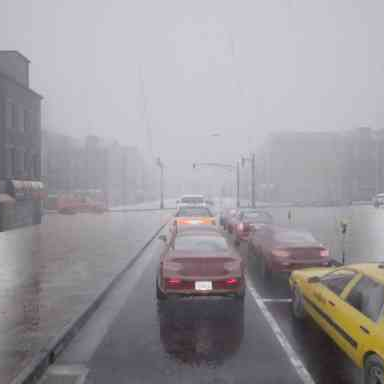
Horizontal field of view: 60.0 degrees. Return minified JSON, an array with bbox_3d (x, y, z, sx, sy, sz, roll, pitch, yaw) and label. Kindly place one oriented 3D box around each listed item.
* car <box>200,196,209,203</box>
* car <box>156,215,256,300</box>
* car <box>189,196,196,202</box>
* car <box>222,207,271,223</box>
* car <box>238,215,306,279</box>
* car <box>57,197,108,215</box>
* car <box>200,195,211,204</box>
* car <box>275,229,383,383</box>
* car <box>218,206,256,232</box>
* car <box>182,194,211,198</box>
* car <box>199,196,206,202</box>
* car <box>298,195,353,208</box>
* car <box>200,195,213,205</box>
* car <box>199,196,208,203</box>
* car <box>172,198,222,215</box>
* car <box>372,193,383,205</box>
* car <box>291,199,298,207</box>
[{"bbox_3d":[2.734,1.646,74.256,1.967,1.590,4.097,-1,0,0],"label":"car"},{"bbox_3d":[0.132,1.527,8.299,1.812,1.442,4.674,0,0,-2],"label":"car"},{"bbox_3d":[0.118,1.745,83.109,1.837,1.490,4.892,0,0,0],"label":"car"},{"bbox_3d":[2.654,1.446,15.240,1.967,1.590,4.097,0,0,0],"label":"car"},{"bbox_3d":[2.647,1.584,9.773,1.802,1.307,4.206,0,0,0],"label":"car"},{"bbox_3d":[-12.531,1.615,38.245,5.566,2.045,2.150,-2,0,1],"label":"car"},{"bbox_3d":[2.725,1.493,68.855,2.192,1.841,5.009,-1,0,0],"label":"car"},{"bbox_3d":[2.639,1.525,4.476,1.752,1.417,4.829,0,0,0],"label":"car"},{"bbox_3d":[2.662,1.594,20.706,1.802,1.307,4.206,0,0,0],"label":"car"},{"bbox_3d":[0.070,1.242,25.747,2.150,2.045,5.566,0,0,1],"label":"car"},{"bbox_3d":[2.758,1.824,90.633,1.752,1.417,4.829,-1,0,0],"label":"car"},{"bbox_3d":[15.519,1.144,38.250,5.357,1.411,2.033,-1,0,0],"label":"car"},{"bbox_3d":[2.718,1.467,63.452,2.192,1.841,5.009,-1,0,0],"label":"car"},{"bbox_3d":[2.741,1.675,79.659,1.967,1.590,4.097,-1,0,0],"label":"car"},{"bbox_3d":[0.108,1.358,15.651,2.097,1.767,4.553,0,0,0],"label":"car"},{"bbox_3d":[25.470,0.548,41.207,5.566,2.045,2.150,-1,0,0],"label":"car"},{"bbox_3d":[14.792,1.107,41.200,4.892,1.490,1.837,-2,0,0],"label":"car"}]
